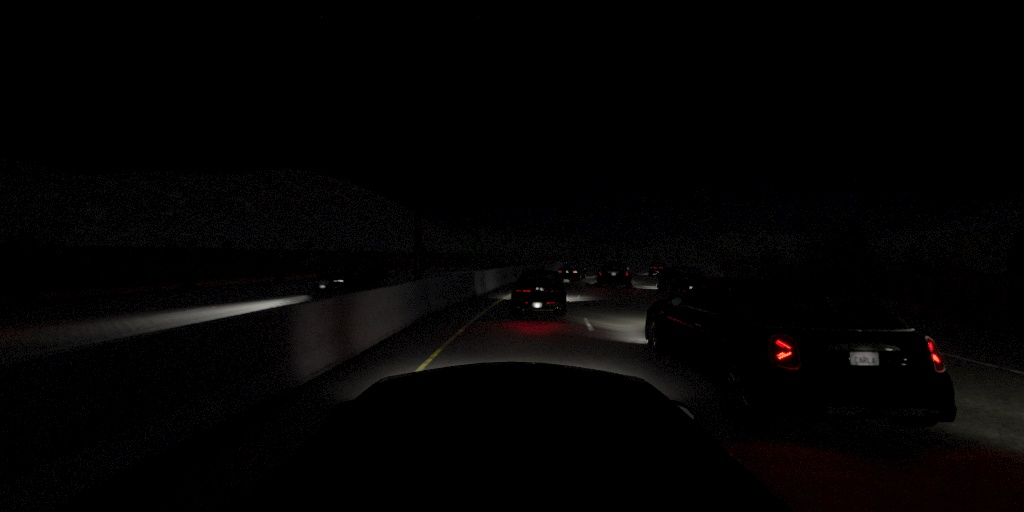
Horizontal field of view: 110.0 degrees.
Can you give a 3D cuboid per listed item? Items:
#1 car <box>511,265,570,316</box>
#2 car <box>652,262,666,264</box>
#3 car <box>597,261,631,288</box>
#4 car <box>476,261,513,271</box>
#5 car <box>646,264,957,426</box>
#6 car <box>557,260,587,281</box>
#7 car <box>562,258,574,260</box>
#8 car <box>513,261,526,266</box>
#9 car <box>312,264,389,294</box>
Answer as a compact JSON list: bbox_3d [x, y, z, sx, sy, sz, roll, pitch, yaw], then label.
[{"bbox_3d":[1.087,1.268,13.497,1.837,1.490,4.892,0,0,7],"label":"car"},{"bbox_3d":[15.451,1.343,37.683,1.837,1.490,4.892,0,0,25],"label":"car"},{"bbox_3d":[6.850,1.146,24.275,2.097,1.767,4.553,0,0,15],"label":"car"},{"bbox_3d":[-1.770,1.329,32.670,1.994,1.385,4.181,0,0,19],"label":"car"},{"bbox_3d":[3.873,1.121,5.960,2.097,1.767,4.553,0,0,3],"label":"car"},{"bbox_3d":[5.295,1.340,31.360,2.033,1.411,5.357,0,0,19],"label":"car"},{"bbox_3d":[9.488,1.190,62.230,2.097,1.767,4.553,0,0,36],"label":"car"},{"bbox_3d":[0.318,1.390,54.430,1.895,1.301,4.718,0,0,30],"label":"car"},{"bbox_3d":[-8.707,1.219,19.761,2.128,1.511,4.902,0,0,11],"label":"car"}]
